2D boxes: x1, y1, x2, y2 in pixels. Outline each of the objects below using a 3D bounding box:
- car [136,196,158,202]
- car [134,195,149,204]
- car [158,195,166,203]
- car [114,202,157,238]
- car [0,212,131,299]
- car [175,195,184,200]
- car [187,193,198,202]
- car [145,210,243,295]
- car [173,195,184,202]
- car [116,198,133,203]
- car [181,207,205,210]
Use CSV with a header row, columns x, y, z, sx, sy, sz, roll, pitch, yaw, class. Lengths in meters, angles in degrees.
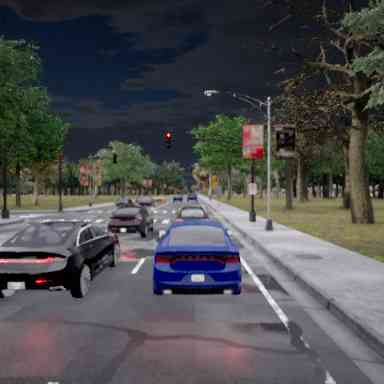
x,y,z,sx,sy,sz,roll,pitch,yaw,class
-6.537,1.428,48.573,1.882,1.535,5.008,0,0,0,car
-9.710,1.437,64.586,2.128,1.511,4.902,0,0,1,car
-6.425,1.423,68.576,1.882,1.535,5.008,0,0,0,car
-3.132,1.483,17.581,1.837,1.490,4.892,0,0,0,car
-3.145,1.478,8.410,2.128,1.511,4.902,0,0,0,car
-3.153,1.364,84.051,2.033,1.411,5.357,0,0,0,car
0.085,1.169,73.661,2.150,2.045,5.566,0,0,0,car
0.112,1.466,8.724,1.882,1.535,5.008,0,0,0,car
-3.165,1.422,73.635,1.882,1.535,5.008,0,0,0,car
-9.788,1.514,48.413,1.994,1.385,4.181,0,0,1,car
0.039,1.504,17.923,1.812,1.442,4.674,0,0,1,car
